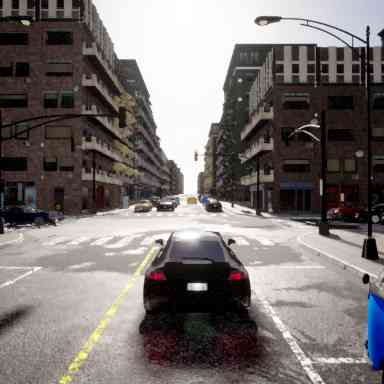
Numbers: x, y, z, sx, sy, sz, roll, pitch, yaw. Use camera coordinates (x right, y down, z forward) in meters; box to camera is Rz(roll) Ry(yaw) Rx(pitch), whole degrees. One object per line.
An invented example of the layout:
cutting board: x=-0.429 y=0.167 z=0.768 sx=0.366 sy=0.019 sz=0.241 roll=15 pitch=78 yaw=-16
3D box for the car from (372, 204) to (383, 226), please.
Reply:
car: x=13.502 y=1.584 z=19.778 sx=4.313 sy=1.339 sz=1.947 roll=0 pitch=-1 yaw=1

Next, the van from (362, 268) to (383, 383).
van: x=2.670 y=1.342 z=2.008 sx=1.690 sy=1.788 sz=3.998 roll=1 pitch=0 yaw=0

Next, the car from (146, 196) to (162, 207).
car: x=-5.768 y=1.461 z=51.225 sx=1.967 sy=1.590 sz=4.097 roll=1 pitch=0 yaw=0

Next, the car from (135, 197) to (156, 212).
car: x=-5.748 y=1.541 z=39.769 sx=1.752 sy=1.417 sz=4.829 roll=1 pitch=0 yaw=0

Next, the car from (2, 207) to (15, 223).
car: x=-3.082 y=1.221 z=0.911 sx=2.150 sy=2.045 sz=5.566 roll=0 pitch=0 yaw=0

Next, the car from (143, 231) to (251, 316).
car: x=0.087 y=1.566 z=7.610 sx=1.994 sy=1.385 sz=4.181 roll=0 pitch=0 yaw=0

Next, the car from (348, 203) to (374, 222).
car: x=15.063 y=1.636 z=25.552 sx=4.892 sy=1.490 sz=1.837 roll=0 pitch=-1 yaw=0

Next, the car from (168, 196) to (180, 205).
car: x=-3.178 y=1.503 z=60.028 sx=1.882 sy=1.535 sz=5.008 roll=0 pitch=0 yaw=0

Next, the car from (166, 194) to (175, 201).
car: x=-5.839 y=1.484 z=90.724 sx=1.967 sy=1.590 sz=4.097 roll=1 pitch=0 yaw=0

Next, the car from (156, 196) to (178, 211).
car: x=-3.173 y=1.580 z=40.934 sx=1.994 sy=1.385 sz=4.181 roll=0 pitch=0 yaw=0

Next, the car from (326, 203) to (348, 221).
car: x=13.591 y=1.609 z=28.160 sx=4.097 sy=1.590 sz=1.967 roll=0 pitch=-1 yaw=1

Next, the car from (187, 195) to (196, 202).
car: x=-0.146 y=1.562 z=80.485 sx=2.128 sy=1.511 sz=4.902 roll=0 pitch=0 yaw=0

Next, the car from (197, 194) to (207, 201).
car: x=2.553 y=1.355 z=85.095 sx=2.192 sy=1.841 sz=5.009 roll=1 pitch=0 yaw=0

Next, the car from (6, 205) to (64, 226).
car: x=-11.149 y=1.544 z=22.257 sx=4.718 sy=1.301 sz=1.895 roll=1 pitch=-1 yaw=7

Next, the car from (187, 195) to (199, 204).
car: x=-0.019 y=1.506 z=65.963 sx=1.882 sy=1.535 sz=5.008 roll=0 pitch=0 yaw=0

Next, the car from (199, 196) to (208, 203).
car: x=2.569 y=1.615 z=73.810 sx=1.802 sy=1.307 sz=4.206 roll=1 pitch=0 yaw=0

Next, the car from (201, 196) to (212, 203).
car: x=2.620 y=1.569 z=45.598 sx=2.008 sy=1.369 sz=4.403 roll=1 pitch=0 yaw=0

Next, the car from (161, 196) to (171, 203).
car: x=-5.810 y=1.578 z=73.795 sx=1.887 sy=1.381 sz=4.507 roll=1 pitch=0 yaw=0

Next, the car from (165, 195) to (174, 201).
car: x=-5.831 y=1.591 z=85.080 sx=2.008 sy=1.369 sz=4.403 roll=1 pitch=0 yaw=0

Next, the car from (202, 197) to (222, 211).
car: x=2.631 y=1.581 z=39.955 sx=1.947 sy=1.339 sz=4.313 roll=1 pitch=0 yaw=0

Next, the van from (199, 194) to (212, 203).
van: x=2.604 y=1.365 z=56.882 sx=1.690 sy=1.788 sz=3.998 roll=1 pitch=0 yaw=0

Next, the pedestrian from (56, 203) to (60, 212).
pedestrian: x=-12.596 y=1.598 z=31.362 sx=0.500 sy=1.100 sz=0.500 roll=0 pitch=-1 yaw=1

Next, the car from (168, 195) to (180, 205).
car: x=-3.186 y=1.498 z=49.651 sx=1.882 sy=1.535 sz=5.008 roll=0 pitch=0 yaw=0
